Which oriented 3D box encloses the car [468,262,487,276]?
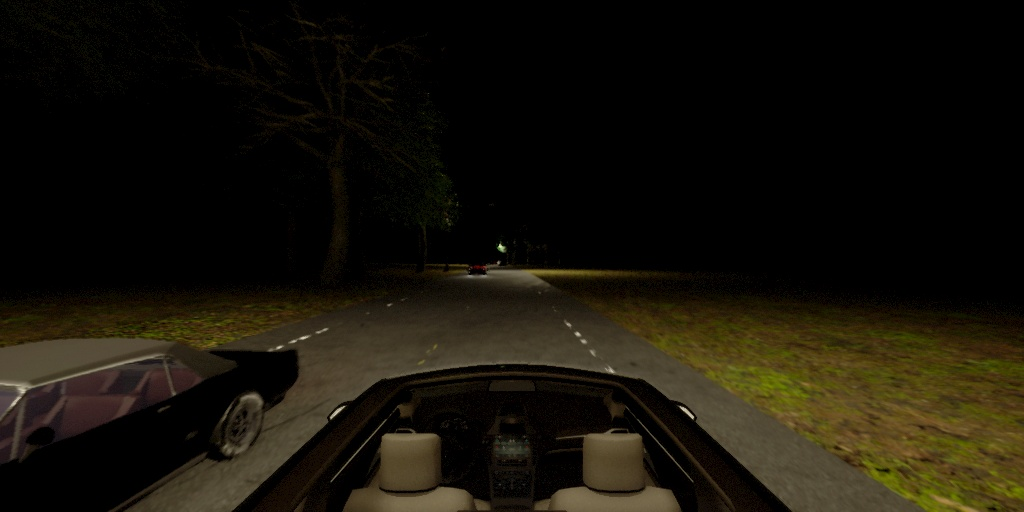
[{"bbox_3d":[-4.251,1.492,44.844,2.097,1.767,4.553,0,0,-1],"label":"car"}]

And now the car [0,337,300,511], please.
[{"bbox_3d":[-3.605,1.359,2.277,1.895,1.301,4.718,0,-1,0],"label":"car"}]
